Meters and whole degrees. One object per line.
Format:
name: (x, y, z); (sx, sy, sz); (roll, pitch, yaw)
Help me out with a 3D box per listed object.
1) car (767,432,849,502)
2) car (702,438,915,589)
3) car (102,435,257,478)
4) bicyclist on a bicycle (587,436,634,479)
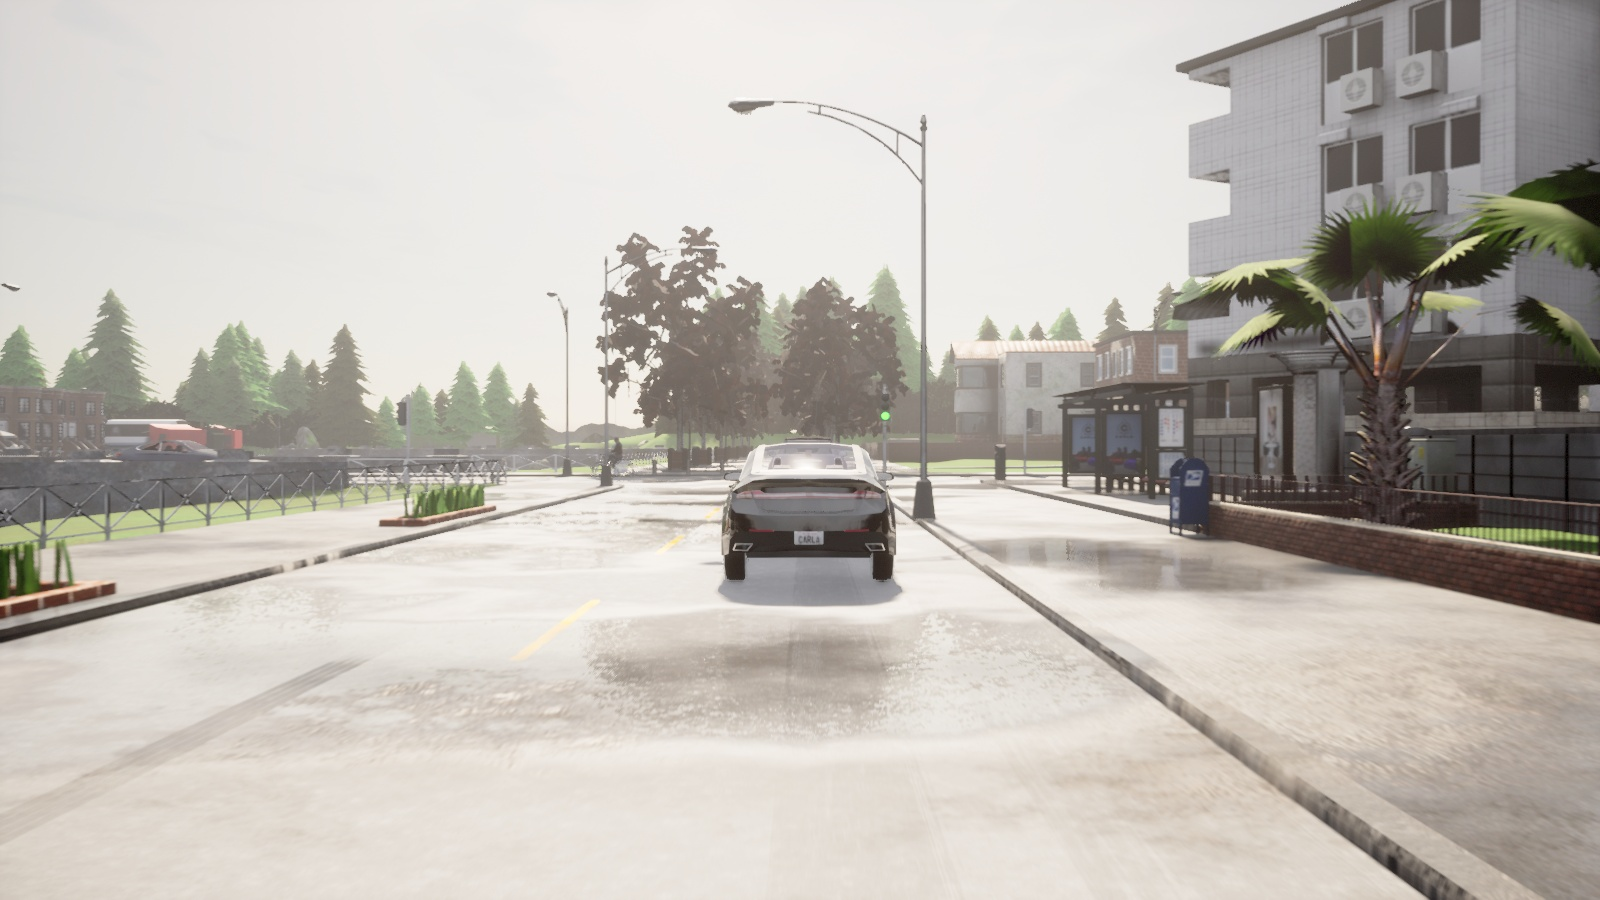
car: (0.212, 0.413, 34.172); (2.097, 1.767, 4.553); (0, 0, 0)
car: (0.102, 0.618, 14.999); (2.128, 1.511, 4.902); (0, 0, 0)
car: (-24.358, 0.227, 49.405); (5.027, 1.651, 2.152); (0, 0, 0)
bicyclist on a bicycle: (-7.988, 0.313, 52.874); (1.843, 1.776, 0.659); (0, 2, 12)
